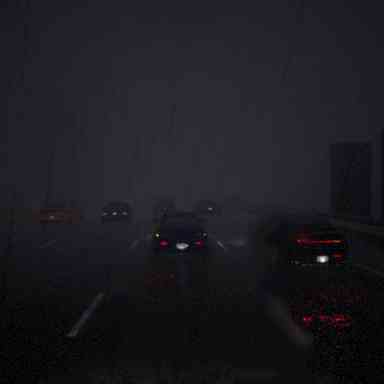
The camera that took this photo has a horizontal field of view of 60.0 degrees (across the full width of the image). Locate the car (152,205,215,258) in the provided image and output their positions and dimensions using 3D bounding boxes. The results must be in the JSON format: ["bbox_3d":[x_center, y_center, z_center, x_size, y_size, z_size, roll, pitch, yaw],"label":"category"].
[{"bbox_3d":[-0.473,1.414,12.157,1.812,1.442,4.674,0,1,-4],"label":"car"}]

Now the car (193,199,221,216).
[{"bbox_3d":[1.149,1.300,28.714,1.994,1.385,4.181,0,1,-9],"label":"car"}]

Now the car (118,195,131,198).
[{"bbox_3d":[-8.471,1.109,41.544,1.882,1.535,5.008,0,0,-13],"label":"car"}]

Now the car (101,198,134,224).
[{"bbox_3d":[-5.013,1.347,22.642,2.033,1.411,5.357,0,1,-7],"label":"car"}]

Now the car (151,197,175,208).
[{"bbox_3d":[-2.627,1.205,30.201,1.882,1.535,5.008,0,1,-9],"label":"car"}]

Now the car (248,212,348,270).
[{"bbox_3d":[3.132,1.402,10.720,1.837,1.490,4.892,0,1,-3],"label":"car"}]

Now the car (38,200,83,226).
[{"bbox_3d":[-8.460,1.289,21.806,1.882,1.535,5.008,0,1,-7],"label":"car"}]
